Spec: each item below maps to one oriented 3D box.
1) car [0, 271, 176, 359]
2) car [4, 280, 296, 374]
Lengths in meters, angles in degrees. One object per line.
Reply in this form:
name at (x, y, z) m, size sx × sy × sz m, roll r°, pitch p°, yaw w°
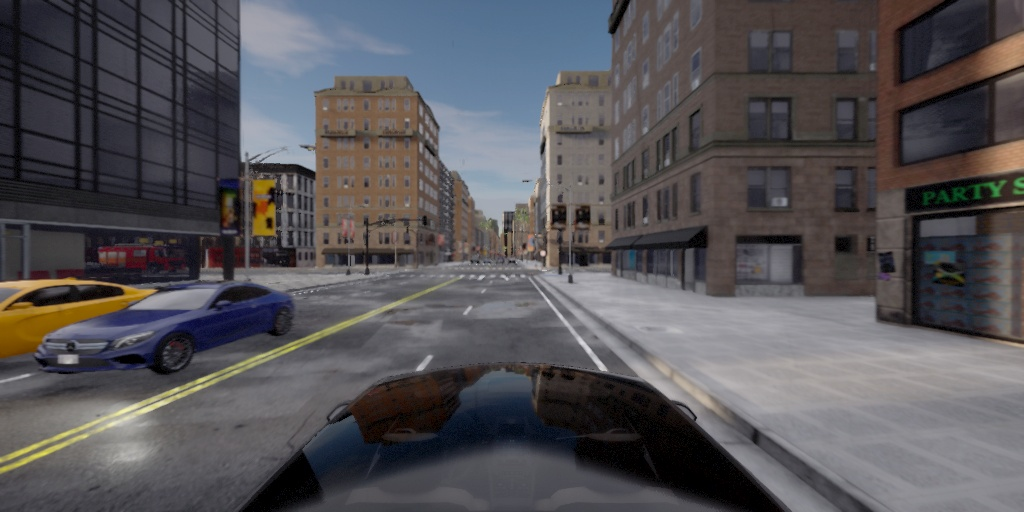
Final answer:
car at (-9.852, 1.234, 7.199) m, size 1.882 × 1.535 × 5.008 m, roll 0°, pitch 0°, yaw 0°
car at (-6.602, 1.282, 7.662) m, size 1.812 × 1.442 × 4.674 m, roll 0°, pitch 0°, yaw 0°
